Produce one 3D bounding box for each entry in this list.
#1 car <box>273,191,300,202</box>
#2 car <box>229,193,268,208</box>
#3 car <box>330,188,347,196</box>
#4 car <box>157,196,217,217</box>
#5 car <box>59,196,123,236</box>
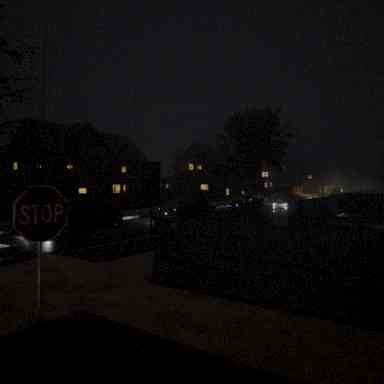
[{"bbox_3d":[11.657,0.576,40.989,1.895,1.301,4.718,1,2,36],"label":"car"},{"bbox_3d":[5.659,0.763,32.587,2.033,1.411,5.357,1,2,36],"label":"car"},{"bbox_3d":[22.880,0.169,51.800,1.837,1.490,4.892,1,2,36],"label":"car"},{"bbox_3d":[-0.205,1.001,24.328,2.033,1.411,5.357,1,2,35],"label":"car"},{"bbox_3d":[-5.658,1.029,16.568,2.097,1.767,4.553,1,2,34],"label":"car"}]
